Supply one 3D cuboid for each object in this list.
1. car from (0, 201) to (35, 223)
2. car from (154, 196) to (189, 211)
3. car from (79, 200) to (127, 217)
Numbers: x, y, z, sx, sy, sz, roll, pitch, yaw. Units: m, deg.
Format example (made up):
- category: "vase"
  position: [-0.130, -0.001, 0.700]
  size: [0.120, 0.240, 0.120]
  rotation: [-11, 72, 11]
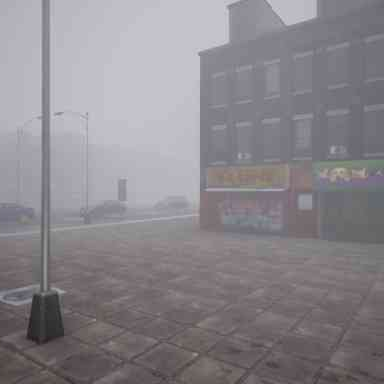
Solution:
- category: "car"
  position: [-13.391, 1.432, 22.730]
  size: [1.882, 1.535, 5.008]
  rotation: [0, 0, 35]
- category: "car"
  position: [-2.289, 1.236, 38.520]
  size: [2.097, 1.767, 4.553]
  rotation: [0, 0, 35]
- category: "car"
  position: [-8.018, 1.446, 30.378]
  size: [1.812, 1.442, 4.674]
  rotation: [0, 0, 35]
